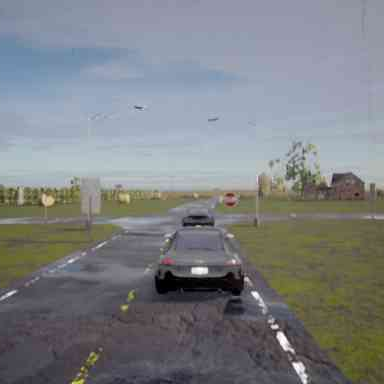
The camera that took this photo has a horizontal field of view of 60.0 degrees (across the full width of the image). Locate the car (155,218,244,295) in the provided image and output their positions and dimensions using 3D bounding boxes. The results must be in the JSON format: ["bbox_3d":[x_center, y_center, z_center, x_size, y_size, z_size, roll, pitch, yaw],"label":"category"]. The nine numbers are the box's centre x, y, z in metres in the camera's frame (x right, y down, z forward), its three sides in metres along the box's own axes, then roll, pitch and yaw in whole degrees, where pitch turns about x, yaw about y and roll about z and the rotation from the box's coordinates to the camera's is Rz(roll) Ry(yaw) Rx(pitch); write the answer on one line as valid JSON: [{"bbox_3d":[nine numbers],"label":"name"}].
[{"bbox_3d":[0.182,1.611,8.875,1.994,1.385,4.181,0,0,1],"label":"car"}]

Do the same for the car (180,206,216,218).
[{"bbox_3d":[0.363,1.611,19.947,1.837,1.490,4.892,0,0,1],"label":"car"}]
